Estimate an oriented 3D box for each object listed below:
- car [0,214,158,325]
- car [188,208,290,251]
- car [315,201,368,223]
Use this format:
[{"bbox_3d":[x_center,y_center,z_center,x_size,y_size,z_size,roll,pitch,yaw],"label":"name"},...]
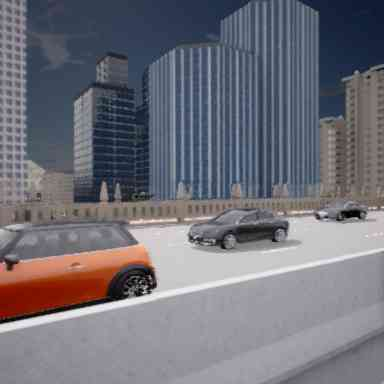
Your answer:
[{"bbox_3d":[-2.979,1.349,6.166,4.553,1.767,2.097,0,0,-35],"label":"car"},{"bbox_3d":[2.095,1.470,14.082,4.892,1.490,1.837,0,0,-35],"label":"car"},{"bbox_3d":[11.174,1.408,24.824,4.902,1.511,2.128,0,0,-35],"label":"car"}]
